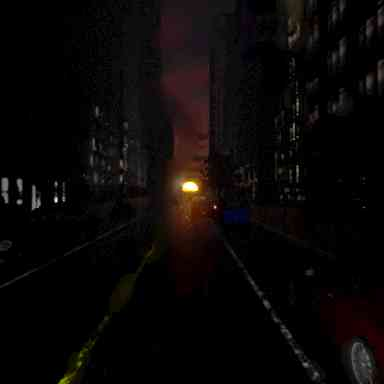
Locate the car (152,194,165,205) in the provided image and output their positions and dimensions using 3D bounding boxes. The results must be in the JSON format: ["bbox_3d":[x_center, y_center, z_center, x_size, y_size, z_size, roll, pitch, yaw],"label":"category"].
[{"bbox_3d":[-5.718,1.461,56.085,2.008,1.369,4.403,0,0,0],"label":"car"}]

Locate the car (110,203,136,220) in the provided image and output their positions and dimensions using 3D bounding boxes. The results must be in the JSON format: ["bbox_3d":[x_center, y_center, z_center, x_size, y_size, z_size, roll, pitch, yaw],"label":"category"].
[{"bbox_3d":[-5.704,1.541,27.622,1.802,1.307,4.206,0,0,0],"label":"car"}]

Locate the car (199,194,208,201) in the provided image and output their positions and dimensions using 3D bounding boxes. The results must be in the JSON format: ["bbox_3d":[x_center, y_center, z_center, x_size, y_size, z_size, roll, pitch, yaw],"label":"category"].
[{"bbox_3d":[2.653,1.287,78.855,1.967,1.590,4.097,0,0,0],"label":"car"}]

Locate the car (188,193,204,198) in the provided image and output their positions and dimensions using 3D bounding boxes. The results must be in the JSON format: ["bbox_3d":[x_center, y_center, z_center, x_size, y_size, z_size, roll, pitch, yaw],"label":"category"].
[{"bbox_3d":[0.878,1.157,43.979,2.150,2.045,5.566,0,0,0],"label":"car"}]

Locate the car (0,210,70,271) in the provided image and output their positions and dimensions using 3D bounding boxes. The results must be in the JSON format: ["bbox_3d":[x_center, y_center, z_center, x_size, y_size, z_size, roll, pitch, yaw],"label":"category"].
[{"bbox_3d":[-5.696,1.427,10.546,1.967,1.590,4.097,0,0,0],"label":"car"}]

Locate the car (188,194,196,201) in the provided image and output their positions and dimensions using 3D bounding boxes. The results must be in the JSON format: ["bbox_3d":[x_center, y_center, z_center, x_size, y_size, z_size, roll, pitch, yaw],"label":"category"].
[{"bbox_3d":[-0.039,1.230,79.524,1.837,1.490,4.892,0,0,0],"label":"car"}]

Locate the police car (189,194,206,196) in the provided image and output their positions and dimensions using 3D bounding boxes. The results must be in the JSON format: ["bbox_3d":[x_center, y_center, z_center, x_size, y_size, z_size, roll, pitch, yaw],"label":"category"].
[{"bbox_3d":[0.881,1.367,38.060,1.930,1.638,5.238,0,0,0],"label":"police car"}]

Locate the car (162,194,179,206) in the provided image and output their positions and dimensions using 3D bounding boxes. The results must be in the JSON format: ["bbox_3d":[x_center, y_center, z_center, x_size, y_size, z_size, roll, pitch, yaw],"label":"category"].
[{"bbox_3d":[-3.098,1.482,52.024,1.994,1.385,4.181,0,0,0],"label":"car"}]

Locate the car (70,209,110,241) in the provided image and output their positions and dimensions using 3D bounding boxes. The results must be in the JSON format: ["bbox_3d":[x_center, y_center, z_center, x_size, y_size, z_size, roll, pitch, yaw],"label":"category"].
[{"bbox_3d":[-5.699,1.529,16.238,2.008,1.369,4.403,0,0,0],"label":"car"}]

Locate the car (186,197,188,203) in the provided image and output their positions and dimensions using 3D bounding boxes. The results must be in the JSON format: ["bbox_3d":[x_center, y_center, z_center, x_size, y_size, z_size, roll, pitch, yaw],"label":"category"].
[{"bbox_3d":[-0.031,1.416,64.524,1.812,1.442,4.674,0,0,0],"label":"car"}]

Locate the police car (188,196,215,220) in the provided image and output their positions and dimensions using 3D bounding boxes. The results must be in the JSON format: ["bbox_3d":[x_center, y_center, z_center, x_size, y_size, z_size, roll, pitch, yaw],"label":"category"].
[{"bbox_3d":[0.886,1.383,28.060,1.930,1.638,5.238,0,0,0],"label":"police car"}]

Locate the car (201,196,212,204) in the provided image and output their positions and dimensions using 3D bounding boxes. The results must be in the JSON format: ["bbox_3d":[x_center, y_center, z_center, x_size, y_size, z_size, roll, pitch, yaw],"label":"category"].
[{"bbox_3d":[2.661,1.448,61.778,2.008,1.369,4.403,0,0,0],"label":"car"}]

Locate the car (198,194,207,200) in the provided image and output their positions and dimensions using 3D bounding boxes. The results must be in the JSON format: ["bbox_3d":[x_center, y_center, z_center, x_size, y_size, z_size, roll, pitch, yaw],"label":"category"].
[{"bbox_3d":[2.650,1.268,84.548,1.967,1.590,4.097,0,0,0],"label":"car"}]

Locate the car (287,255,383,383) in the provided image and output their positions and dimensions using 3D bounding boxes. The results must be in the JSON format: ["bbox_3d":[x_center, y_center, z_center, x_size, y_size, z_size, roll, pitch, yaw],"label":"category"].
[{"bbox_3d":[2.687,1.577,4.855,1.802,1.307,4.206,0,0,0],"label":"car"}]

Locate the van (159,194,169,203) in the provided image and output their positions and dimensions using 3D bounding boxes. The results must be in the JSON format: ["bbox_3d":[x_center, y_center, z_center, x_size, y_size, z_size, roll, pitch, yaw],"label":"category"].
[{"bbox_3d":[-5.723,1.223,67.470,1.690,1.788,3.998,0,0,0],"label":"van"}]

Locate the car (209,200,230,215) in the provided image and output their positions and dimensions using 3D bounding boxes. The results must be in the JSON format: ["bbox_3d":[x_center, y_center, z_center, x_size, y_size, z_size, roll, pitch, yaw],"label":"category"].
[{"bbox_3d":[2.674,1.531,33.316,1.802,1.307,4.206,0,0,0],"label":"car"}]

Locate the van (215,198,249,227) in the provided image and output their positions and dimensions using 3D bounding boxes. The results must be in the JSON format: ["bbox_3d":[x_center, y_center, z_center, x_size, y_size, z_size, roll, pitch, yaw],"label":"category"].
[{"bbox_3d":[2.679,1.309,21.931,1.690,1.788,3.998,0,0,0],"label":"van"}]

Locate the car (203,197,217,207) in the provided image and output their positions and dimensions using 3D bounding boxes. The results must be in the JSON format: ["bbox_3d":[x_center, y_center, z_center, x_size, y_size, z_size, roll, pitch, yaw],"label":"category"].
[{"bbox_3d":[2.666,1.503,50.394,1.802,1.307,4.206,0,0,0],"label":"car"}]
